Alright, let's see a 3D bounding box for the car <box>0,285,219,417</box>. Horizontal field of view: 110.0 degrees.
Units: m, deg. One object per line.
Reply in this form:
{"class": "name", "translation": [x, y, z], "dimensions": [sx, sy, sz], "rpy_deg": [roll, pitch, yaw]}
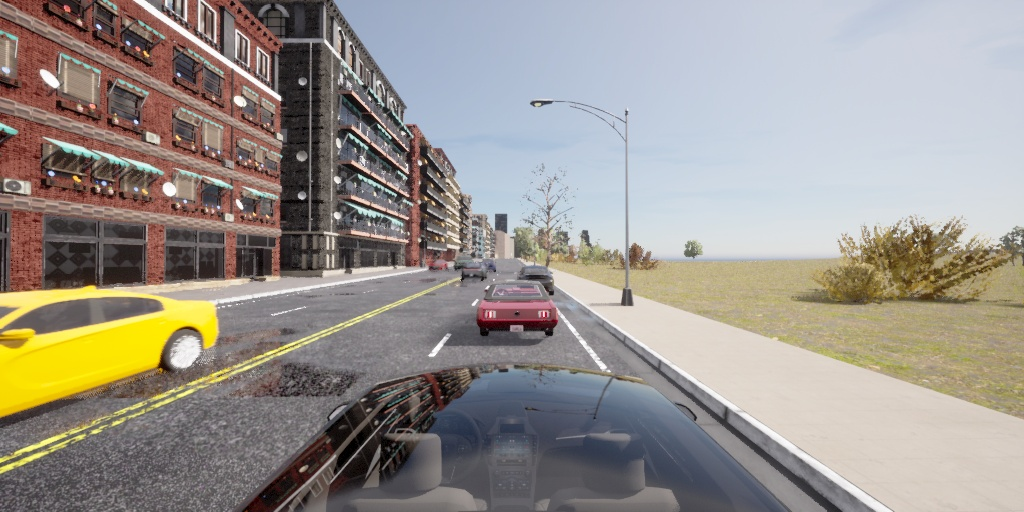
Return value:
{"class": "car", "translation": [-6.590, 1.228, 4.774], "dimensions": [1.882, 1.535, 5.008], "rpy_deg": [0, 0, 0]}

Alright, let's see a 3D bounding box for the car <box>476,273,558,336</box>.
{"class": "car", "translation": [0.128, 1.352, 10.336], "dimensions": [1.895, 1.301, 4.718], "rpy_deg": [0, 0, 0]}

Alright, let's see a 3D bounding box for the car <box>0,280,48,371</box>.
{"class": "car", "translation": [-9.842, 1.228, 4.371], "dimensions": [1.882, 1.535, 5.008], "rpy_deg": [0, 0, 0]}

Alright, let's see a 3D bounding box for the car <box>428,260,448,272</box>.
{"class": "car", "translation": [-9.690, 1.228, 47.412], "dimensions": [1.882, 1.535, 5.008], "rpy_deg": [0, 0, 0]}

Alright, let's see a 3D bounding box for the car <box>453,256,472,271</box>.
{"class": "car", "translation": [-6.439, 0.972, 48.252], "dimensions": [2.150, 2.045, 5.566], "rpy_deg": [0, 0, 0]}

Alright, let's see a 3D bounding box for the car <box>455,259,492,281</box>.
{"class": "car", "translation": [-3.054, 1.243, 29.690], "dimensions": [2.128, 1.511, 4.902], "rpy_deg": [0, 0, 0]}

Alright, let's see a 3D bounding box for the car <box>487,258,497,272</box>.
{"class": "car", "translation": [-2.997, 1.103, 45.241], "dimensions": [2.097, 1.767, 4.553], "rpy_deg": [0, 0, -1]}

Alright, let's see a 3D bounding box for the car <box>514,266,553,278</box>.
{"class": "car", "translation": [1.198, 1.257, 19.537], "dimensions": [1.837, 1.490, 4.892], "rpy_deg": [0, 0, 0]}
